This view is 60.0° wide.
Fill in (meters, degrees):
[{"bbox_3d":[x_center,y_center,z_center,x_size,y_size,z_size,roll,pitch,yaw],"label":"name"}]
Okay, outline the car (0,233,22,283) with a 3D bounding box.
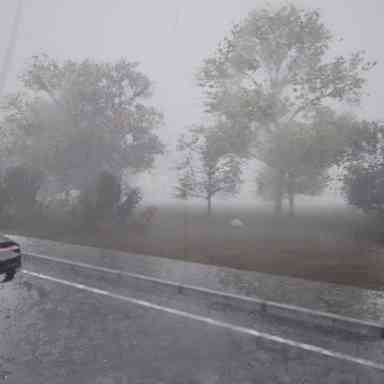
[{"bbox_3d":[-6.253,1.490,8.458,4.902,1.511,2.128,0,0,35],"label":"car"}]
